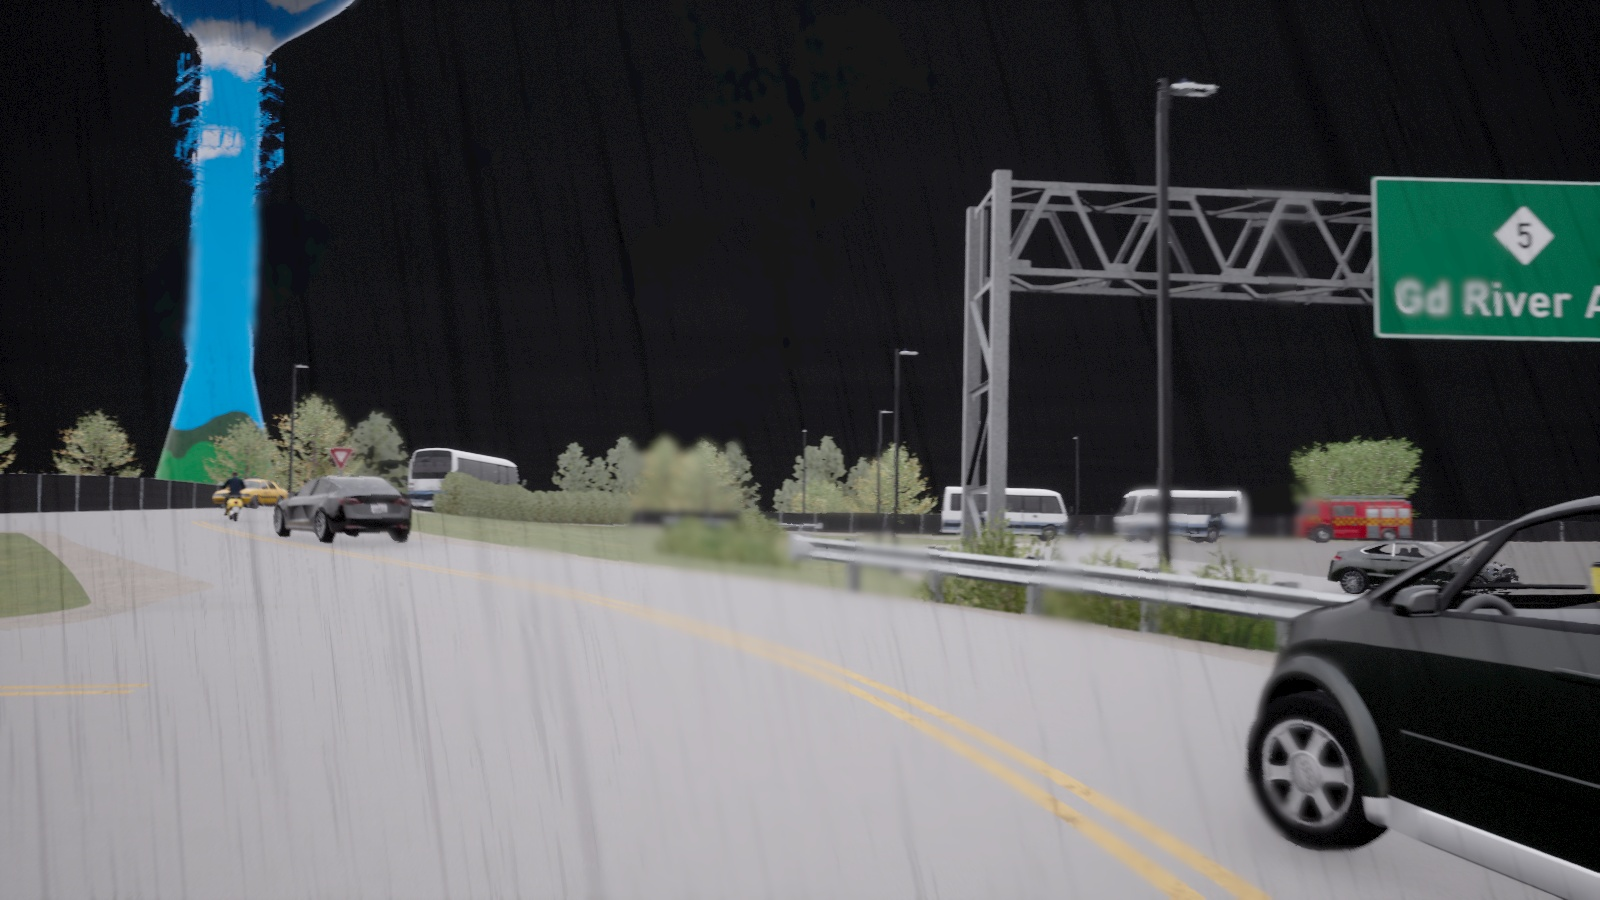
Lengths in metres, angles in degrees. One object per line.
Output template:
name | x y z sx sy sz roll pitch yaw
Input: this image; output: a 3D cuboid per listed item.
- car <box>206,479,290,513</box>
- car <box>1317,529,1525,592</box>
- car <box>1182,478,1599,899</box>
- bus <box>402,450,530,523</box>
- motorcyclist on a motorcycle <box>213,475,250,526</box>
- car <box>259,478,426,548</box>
car | -26.767 2.258 61.097 1.801 1.575 5.366 0 -2 -1
car | 18.216 3.186 37.017 2.152 1.651 5.027 3 -4 -44
car | 3.155 0.891 4.458 1.789 1.549 3.705 1 -1 -14
bus | -22.301 2.640 84.783 3.944 4.253 10.273 -1 -5 13
motorcyclist on a motorcycle | -18.112 1.603 40.004 0.866 1.590 1.817 2 -2 -29
car | -10.830 1.439 29.523 2.163 1.488 4.792 3 -2 -39
